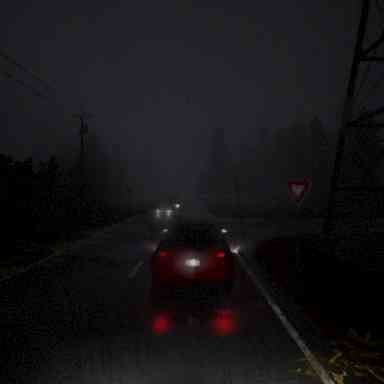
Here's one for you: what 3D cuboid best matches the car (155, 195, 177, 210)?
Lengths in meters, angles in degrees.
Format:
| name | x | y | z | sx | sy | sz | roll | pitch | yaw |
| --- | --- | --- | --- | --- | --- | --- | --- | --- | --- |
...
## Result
| name | x | y | z | sx | sy | sz | roll | pitch | yaw |
| --- | --- | --- | --- | --- | --- | --- | --- | --- | --- |
| car | -3.299 | 1.404 | 40.055 | 2.033 | 1.411 | 5.357 | 0 | 0 | 0 |

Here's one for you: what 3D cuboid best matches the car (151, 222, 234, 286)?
| name | x | y | z | sx | sy | sz | roll | pitch | yaw |
| --- | --- | --- | --- | --- | --- | --- | --- | --- | --- |
| car | 0.070 | 1.530 | 9.365 | 1.994 | 1.385 | 4.181 | 0 | 0 | 2 |

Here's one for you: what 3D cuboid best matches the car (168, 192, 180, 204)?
| name | x | y | z | sx | sy | sz | roll | pitch | yaw |
| --- | --- | --- | --- | --- | --- | --- | --- | --- | --- |
| car | -3.254 | 1.019 | 57.561 | 2.150 | 2.045 | 5.566 | 0 | 0 | 0 |
